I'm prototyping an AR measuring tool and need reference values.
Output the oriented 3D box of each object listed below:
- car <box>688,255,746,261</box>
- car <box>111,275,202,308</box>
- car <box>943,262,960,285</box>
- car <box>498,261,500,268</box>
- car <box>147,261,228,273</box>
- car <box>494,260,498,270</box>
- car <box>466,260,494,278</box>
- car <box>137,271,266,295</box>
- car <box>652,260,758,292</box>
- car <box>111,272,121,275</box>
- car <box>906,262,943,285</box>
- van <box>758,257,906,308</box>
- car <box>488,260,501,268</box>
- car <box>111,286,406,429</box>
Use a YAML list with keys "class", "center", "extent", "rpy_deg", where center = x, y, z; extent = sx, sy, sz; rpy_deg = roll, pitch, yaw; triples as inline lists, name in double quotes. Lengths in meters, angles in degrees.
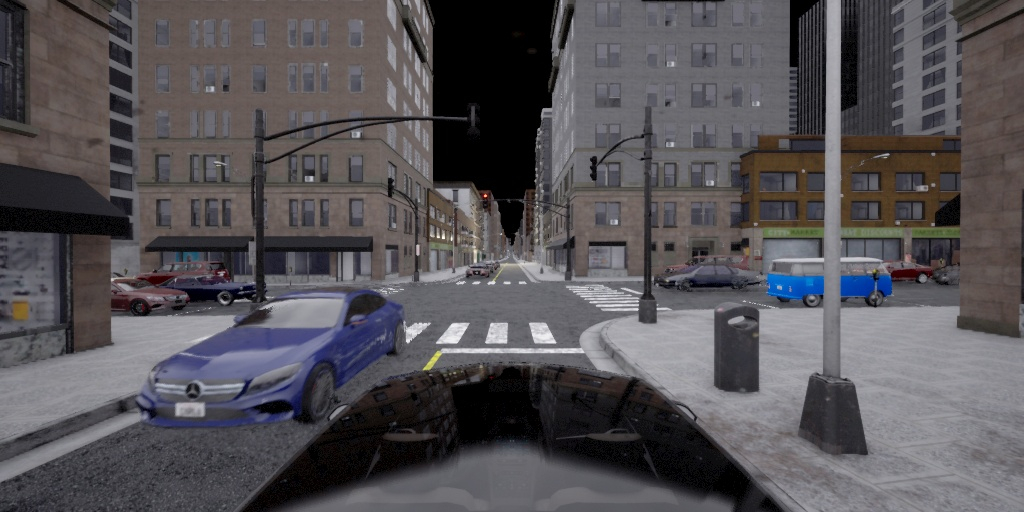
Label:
- class: "car"
  center: [12.097, 0.871, 22.286]
  extent: [5.009, 1.841, 2.192]
  rpy_deg: [0, 0, 0]
- class: "car"
  center: [-14.818, 1.527, 13.695]
  extent: [4.207, 1.307, 1.802]
  rpy_deg: [0, 0, 0]
- class: "car"
  center: [26.073, 0.929, 19.649]
  extent: [4.674, 1.442, 1.812]
  rpy_deg: [-1, 0, 0]
- class: "car"
  center: [-3.080, 1.298, 51.755]
  extent: [1.812, 1.442, 4.674]
  rpy_deg: [0, 0, 0]
- class: "car"
  center: [-20.344, 1.269, 22.207]
  extent: [5.009, 1.841, 2.192]
  rpy_deg: [0, 0, 0]
- class: "car"
  center: [-3.092, 1.253, 42.622]
  extent: [2.128, 1.511, 4.902]
  rpy_deg: [0, 0, 0]
- class: "car"
  center: [-3.085, 1.318, 33.636]
  extent: [1.994, 1.385, 4.181]
  rpy_deg: [0, 0, 1]
- class: "car"
  center: [-13.954, 1.517, 16.360]
  extent: [4.718, 1.301, 1.895]
  rpy_deg: [-1, 0, 0]
- class: "car"
  center: [10.542, 1.142, 19.569]
  extent: [5.357, 1.411, 2.033]
  rpy_deg: [-1, 0, -2]
- class: "car"
  center: [-26.019, 1.550, 22.193]
  extent: [4.829, 1.417, 1.751]
  rpy_deg: [0, 0, 0]
- class: "car"
  center: [23.314, 0.964, 22.313]
  extent: [4.507, 1.381, 1.888]
  rpy_deg: [0, 0, 0]
- class: "van"
  center: [12.118, 0.957, 13.761]
  extent: [3.998, 1.789, 1.690]
  rpy_deg: [0, 0, 0]
- class: "car"
  center: [-3.055, 1.352, 61.801]
  extent: [1.994, 1.385, 4.181]
  rpy_deg: [0, 0, 1]
- class: "car"
  center: [-3.164, 1.275, 5.904]
  extent: [1.812, 1.442, 4.674]
  rpy_deg: [0, 0, 1]
